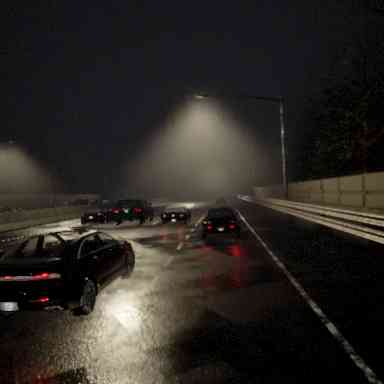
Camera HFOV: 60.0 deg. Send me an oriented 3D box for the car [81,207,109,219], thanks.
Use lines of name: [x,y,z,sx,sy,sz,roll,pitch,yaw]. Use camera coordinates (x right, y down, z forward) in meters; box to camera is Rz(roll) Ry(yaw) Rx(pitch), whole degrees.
car: [-7.934,2.003,28.692,1.994,1.385,4.181,-2,0,5]

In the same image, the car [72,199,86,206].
car: [-25.058,2.576,75.011,2.150,2.045,5.566,-2,0,5]

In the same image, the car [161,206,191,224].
car: [-1.141,1.742,26.086,1.895,1.301,4.718,-2,0,5]

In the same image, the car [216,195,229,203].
car: [5.587,1.590,64.015,1.994,1.385,4.181,-2,0,5]

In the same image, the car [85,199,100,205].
car: [-21.561,2.702,74.735,1.837,1.490,4.892,-2,0,5]

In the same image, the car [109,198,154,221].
car: [-4.579,1.512,27.082,2.150,2.045,5.566,-2,0,5]

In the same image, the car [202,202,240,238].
car: [1.516,1.522,17.575,1.812,1.442,4.674,-2,0,5]

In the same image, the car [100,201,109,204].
car: [-18.075,2.593,74.429,2.033,1.411,5.357,-2,0,5]

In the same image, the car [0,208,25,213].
car: [-18.273,2.387,33.137,2.128,1.511,4.902,-2,0,5]

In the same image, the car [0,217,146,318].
car: [-2.748,1.635,7.796,2.128,1.511,4.902,-2,0,5]
